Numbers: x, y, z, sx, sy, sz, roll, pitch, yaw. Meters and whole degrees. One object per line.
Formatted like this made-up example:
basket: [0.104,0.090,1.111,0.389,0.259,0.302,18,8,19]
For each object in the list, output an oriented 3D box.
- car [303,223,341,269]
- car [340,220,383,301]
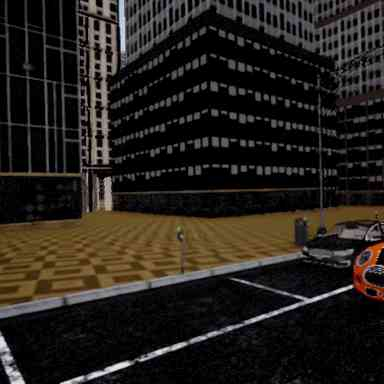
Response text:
car: [5.324,1.611,10.686,4.403,1.369,2.008,0,-2,-37]
car: [5.614,1.379,7.520,4.553,1.767,2.097,0,-1,-37]
